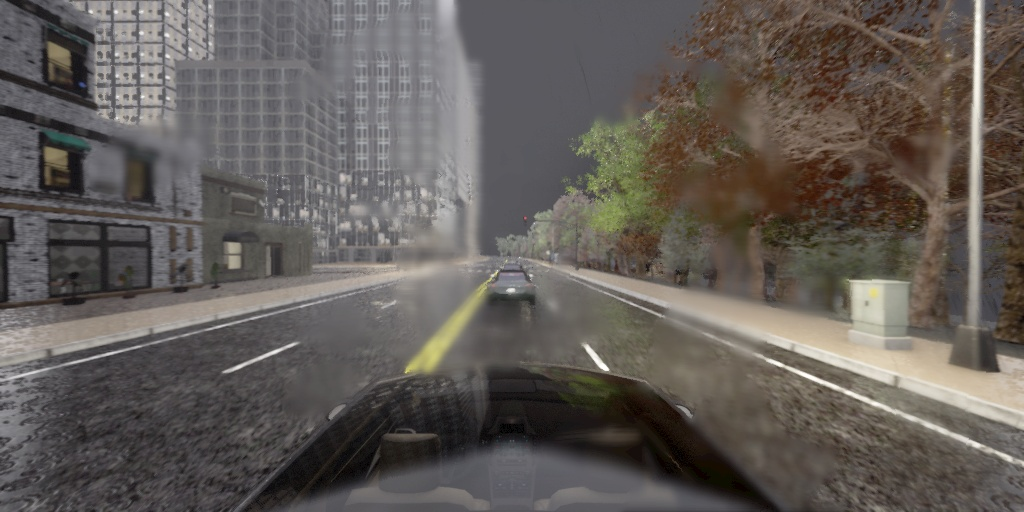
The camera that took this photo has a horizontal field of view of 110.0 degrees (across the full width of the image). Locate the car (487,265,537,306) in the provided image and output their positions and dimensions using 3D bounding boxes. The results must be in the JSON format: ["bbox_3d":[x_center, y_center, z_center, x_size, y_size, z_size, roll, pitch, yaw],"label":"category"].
[{"bbox_3d":[-0.005,1.257,15.498,1.994,1.385,4.181,0,0,0],"label":"car"}]

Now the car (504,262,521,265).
[{"bbox_3d":[0.048,1.213,24.832,1.994,1.385,4.181,0,0,2],"label":"car"}]
